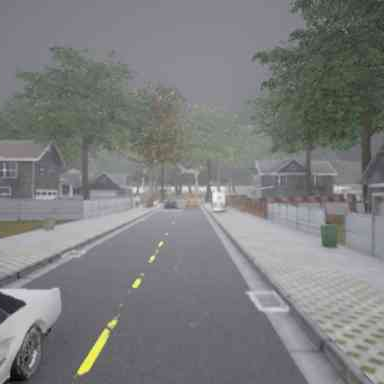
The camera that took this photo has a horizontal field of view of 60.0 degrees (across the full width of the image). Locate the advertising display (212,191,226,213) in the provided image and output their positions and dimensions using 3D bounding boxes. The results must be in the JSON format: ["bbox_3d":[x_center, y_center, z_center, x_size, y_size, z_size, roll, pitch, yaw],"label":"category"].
[{"bbox_3d":[2.987,1.139,36.861,1.540,2.440,0.280,-1,-1,0],"label":"advertising display"}]

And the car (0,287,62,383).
[{"bbox_3d":[-2.852,1.613,2.699,1.895,1.301,4.718,0,0,0],"label":"car"}]

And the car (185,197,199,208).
[{"bbox_3d":[0.030,1.603,50.091,1.882,1.535,5.008,0,0,1],"label":"car"}]

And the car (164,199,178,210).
[{"bbox_3d":[-2.836,1.672,45.843,2.033,1.411,5.357,0,0,0],"label":"car"}]

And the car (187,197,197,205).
[{"bbox_3d":[-0.010,1.636,63.316,1.812,1.442,4.674,0,0,0],"label":"car"}]
